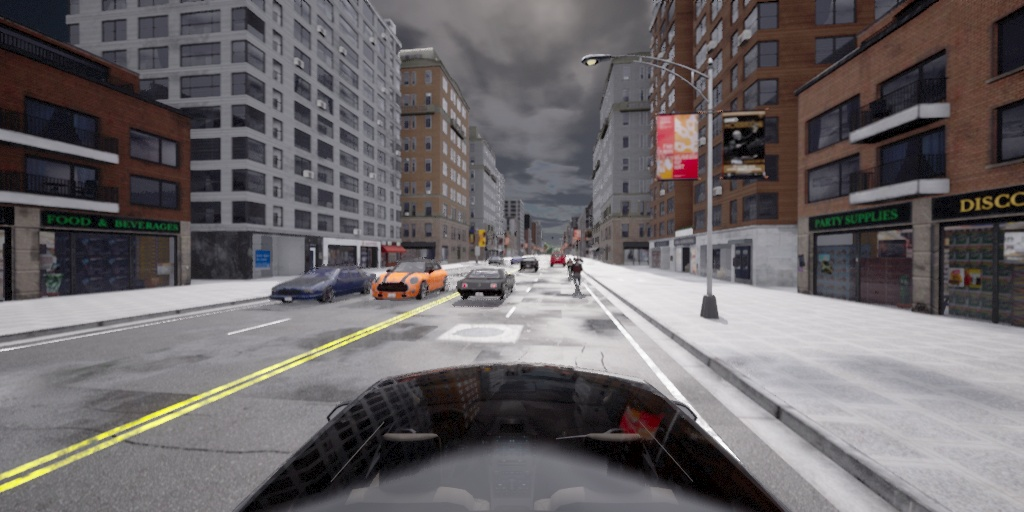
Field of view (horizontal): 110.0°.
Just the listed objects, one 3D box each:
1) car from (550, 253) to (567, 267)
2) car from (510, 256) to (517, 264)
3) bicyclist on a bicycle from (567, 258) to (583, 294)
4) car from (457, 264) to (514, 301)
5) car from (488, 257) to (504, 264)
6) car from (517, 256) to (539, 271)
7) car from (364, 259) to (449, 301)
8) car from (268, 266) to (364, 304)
[{"bbox_3d":[6.768,0.519,52.431,2.150,2.045,5.566,0,1,10],"label":"car"},{"bbox_3d":[0.874,0.765,58.684,1.812,1.442,4.674,0,0,8],"label":"car"},{"bbox_3d":[3.225,0.975,17.872,0.659,1.776,1.843,0,1,7],"label":"bicyclist on a bicycle"},{"bbox_3d":[-1.014,1.215,16.575,1.895,1.301,4.718,0,1,7],"label":"car"},{"bbox_3d":[-2.512,0.792,57.856,2.033,1.411,5.357,0,0,8],"label":"car"},{"bbox_3d":[2.030,0.877,40.589,1.882,1.535,5.008,0,0,7],"label":"car"},{"bbox_3d":[-4.504,0.965,16.481,2.097,1.767,4.553,0,1,7],"label":"car"},{"bbox_3d":[-7.872,1.165,15.767,2.033,1.411,5.357,0,1,7],"label":"car"}]
